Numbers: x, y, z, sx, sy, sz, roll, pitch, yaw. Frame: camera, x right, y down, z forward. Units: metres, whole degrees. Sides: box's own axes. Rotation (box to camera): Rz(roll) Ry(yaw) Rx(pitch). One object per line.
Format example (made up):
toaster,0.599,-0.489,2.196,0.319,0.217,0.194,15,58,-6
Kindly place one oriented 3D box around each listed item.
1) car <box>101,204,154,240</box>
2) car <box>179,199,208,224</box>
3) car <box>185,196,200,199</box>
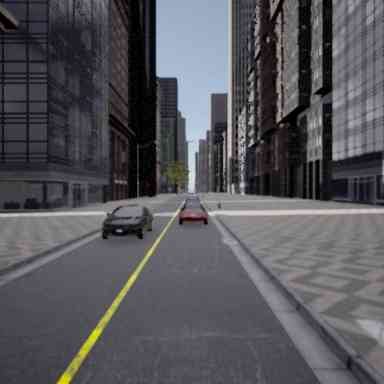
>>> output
car,-3.071,1.375,16.639,1.882,1.535,5.008,0,0,0
car,0.090,1.419,23.592,1.994,1.385,4.181,0,0,0
car,0.089,1.216,43.453,2.128,1.511,4.902,0,0,0
